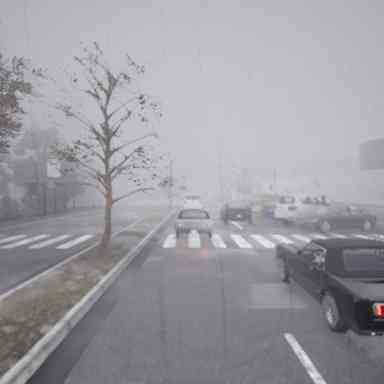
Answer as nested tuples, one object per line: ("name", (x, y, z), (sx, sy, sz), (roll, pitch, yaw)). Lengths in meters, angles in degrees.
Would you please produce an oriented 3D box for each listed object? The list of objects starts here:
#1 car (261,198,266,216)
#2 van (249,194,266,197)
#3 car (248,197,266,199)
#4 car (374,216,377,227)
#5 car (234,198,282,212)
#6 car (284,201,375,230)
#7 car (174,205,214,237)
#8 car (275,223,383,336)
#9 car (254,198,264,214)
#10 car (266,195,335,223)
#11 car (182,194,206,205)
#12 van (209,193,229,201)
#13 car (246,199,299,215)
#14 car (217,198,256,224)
("car", (8.073, 1.460, 24.699), (5.008, 1.535, 2.097), (1, 0, -20))
("van", (7.959, 1.266, 36.589), (4.442, 1.987, 1.878), (1, 0, -20))
("car", (8.240, 1.473, 30.732), (5.366, 1.575, 1.946), (1, 0, -20))
("car", (8.065, 1.502, 9.793), (4.674, 1.452, 2.002), (1, 0, -20))
("car", (7.892, 1.497, 39.547), (5.366, 1.575, 1.946), (1, 0, -20))
("car", (8.078, 1.455, 18.733), (4.892, 1.521, 2.231), (1, 0, -20))
("car", (0.098, 1.562, 17.776), (1.895, 1.301, 4.718), (0, 0, 0))
("car", (3.100, 1.577, 6.654), (1.895, 1.301, 4.718), (0, 0, 0))
("car", (8.060, 1.467, 27.684), (4.892, 1.521, 2.231), (1, 0, -20))
("car", (8.097, 1.204, 21.735), (5.566, 2.045, 2.435), (1, 0, -20))
("car", (0.091, 1.227, 37.589), (2.150, 2.045, 5.566), (0, 0, 0))
("van", (7.950, 1.385, 91.857), (4.442, 1.987, 1.878), (1, -1, -20))
("car", (8.091, 1.514, 33.662), (4.792, 1.488, 2.163), (1, 0, -20))
("car", (3.098, 1.444, 24.266), (1.882, 1.535, 5.008), (0, 0, 0))
